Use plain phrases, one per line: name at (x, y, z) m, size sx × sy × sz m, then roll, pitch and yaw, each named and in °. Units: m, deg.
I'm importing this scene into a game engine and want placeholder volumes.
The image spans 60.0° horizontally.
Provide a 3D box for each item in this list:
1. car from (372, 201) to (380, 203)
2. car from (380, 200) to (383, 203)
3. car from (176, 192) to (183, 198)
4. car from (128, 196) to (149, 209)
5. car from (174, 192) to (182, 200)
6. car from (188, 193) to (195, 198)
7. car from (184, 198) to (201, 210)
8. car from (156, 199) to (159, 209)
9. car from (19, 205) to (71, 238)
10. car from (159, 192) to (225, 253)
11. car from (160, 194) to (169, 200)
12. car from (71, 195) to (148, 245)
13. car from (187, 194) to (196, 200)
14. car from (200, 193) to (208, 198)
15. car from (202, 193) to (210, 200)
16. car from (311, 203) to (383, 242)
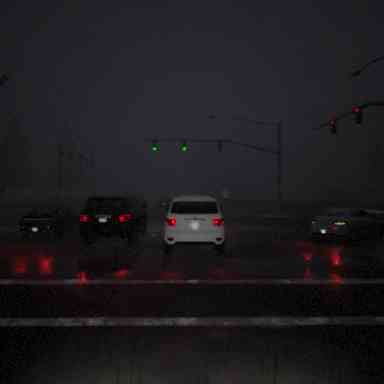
car at (23.376, 1.365, 38.914) m, size 4.674 × 1.442 × 1.812 m, roll 0°, pitch 0°, yaw 1°
car at (23.186, 1.206, 35.421) m, size 4.553 × 1.767 × 2.097 m, roll 0°, pitch 0°, yaw 1°
car at (-3.573, 0.870, 95.428) m, size 2.097 × 1.767 × 4.553 m, roll 0°, pitch 0°, yaw 0°
car at (-6.933, 1.298, 43.462) m, size 1.882 × 1.535 × 5.008 m, roll 0°, pitch 0°, yaw 0°
car at (-3.566, 0.995, 85.426) m, size 2.097 × 1.767 × 4.553 m, roll 0°, pitch 0°, yaw 0°
car at (-0.073, 1.067, 95.461) m, size 1.994 × 1.385 × 4.181 m, roll 0°, pitch 0°, yaw 0°
car at (0.069, 1.434, 40.353) m, size 1.895 × 1.301 × 4.718 m, roll 0°, pitch 0°, yaw 0°
car at (-3.433, 1.388, 42.430) m, size 1.994 × 1.385 × 4.181 m, roll 0°, pitch 0°, yaw 0°
car at (-6.913, 1.421, 17.060) m, size 2.128 × 1.511 × 4.902 m, roll 0°, pitch 0°, yaw 0°
car at (0.090, 1.164, 13.639) m, size 2.150 × 2.045 × 5.566 m, roll 0°, pitch 0°, yaw 0°
car at (-7.066, 1.235, 85.484) m, size 1.895 × 1.301 × 4.718 m, roll 0°, pitch 0°, yaw 0°
car at (-3.410, 1.158, 15.367) m, size 2.150 × 2.045 × 5.566 m, roll 0°, pitch 0°, yaw 0°
car at (-0.065, 1.163, 85.042) m, size 2.128 × 1.511 × 4.902 m, roll 0°, pitch 0°, yaw 0°
car at (3.427, 1.055, 95.464) m, size 2.033 × 1.411 × 5.357 m, roll 0°, pitch 0°, yaw 0°
car at (3.435, 1.138, 85.045) m, size 1.837 × 1.490 × 4.892 m, roll 0°, pitch 0°, yaw 0°
car at (7.516, 1.460, 15.856) m, size 4.674 × 1.442 × 1.812 m, roll 0°, pitch -1°, yaw -38°
